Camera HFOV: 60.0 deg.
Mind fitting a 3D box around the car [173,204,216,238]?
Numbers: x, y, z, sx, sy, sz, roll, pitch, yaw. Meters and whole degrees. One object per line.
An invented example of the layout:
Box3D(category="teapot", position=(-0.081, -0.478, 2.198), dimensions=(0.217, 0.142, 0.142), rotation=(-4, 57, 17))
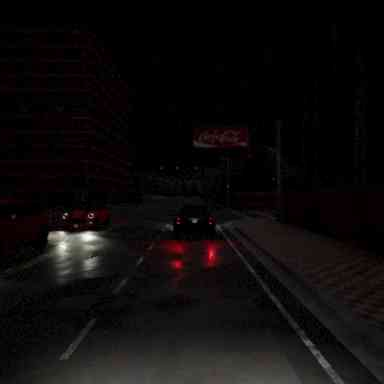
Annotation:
Box3D(category="car", position=(0.122, 1.444, 18.268), dimensions=(2.097, 1.767, 4.553), rotation=(0, 0, 0))

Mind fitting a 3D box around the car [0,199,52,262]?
Box3D(category="car", position=(-7.066, 1.280, 11.974), dimensions=(2.150, 2.045, 5.566), rotation=(0, 0, 0))

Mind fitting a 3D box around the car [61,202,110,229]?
Box3D(category="car", position=(-6.973, 1.462, 22.236), dimensions=(2.097, 1.767, 4.553), rotation=(0, 0, 0))
